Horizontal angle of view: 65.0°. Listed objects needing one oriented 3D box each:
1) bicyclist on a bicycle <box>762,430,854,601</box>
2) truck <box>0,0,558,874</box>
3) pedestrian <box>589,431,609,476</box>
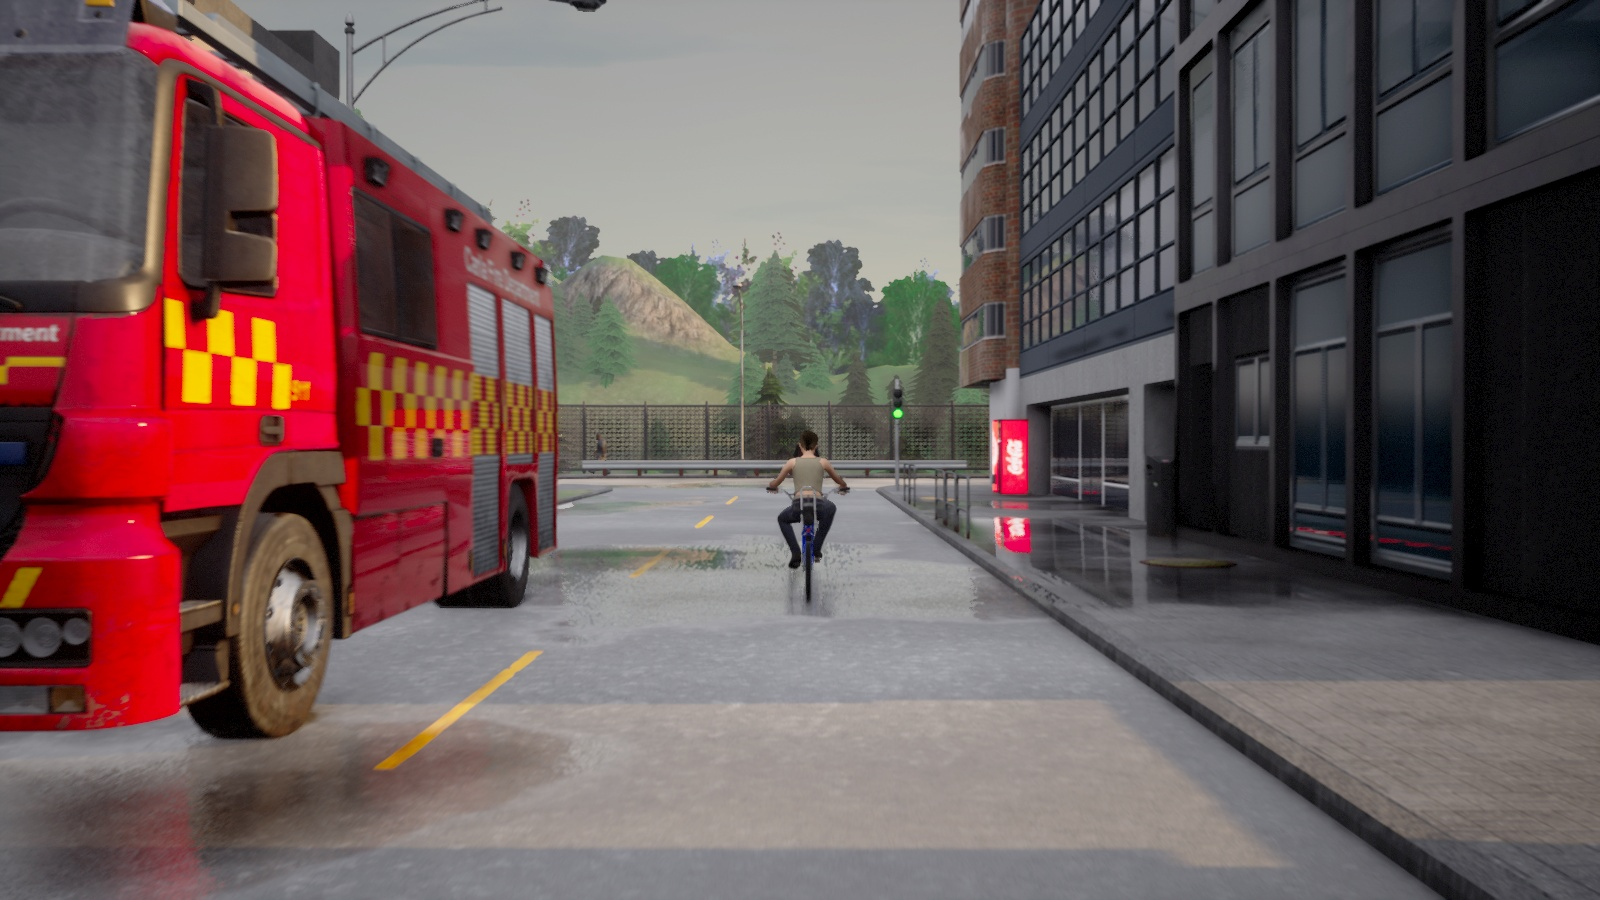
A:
[{"bbox_3d":[0.083,0.611,12.609,0.866,1.612,1.509,0,0,0],"label":"bicyclist on a bicycle"},{"bbox_3d":[-3.937,-0.470,8.584,2.891,3.827,8.468,0,0,0],"label":"truck"},{"bbox_3d":[-8.572,0.145,53.627,0.849,1.883,0.563,0,0,-10],"label":"pedestrian"}]
